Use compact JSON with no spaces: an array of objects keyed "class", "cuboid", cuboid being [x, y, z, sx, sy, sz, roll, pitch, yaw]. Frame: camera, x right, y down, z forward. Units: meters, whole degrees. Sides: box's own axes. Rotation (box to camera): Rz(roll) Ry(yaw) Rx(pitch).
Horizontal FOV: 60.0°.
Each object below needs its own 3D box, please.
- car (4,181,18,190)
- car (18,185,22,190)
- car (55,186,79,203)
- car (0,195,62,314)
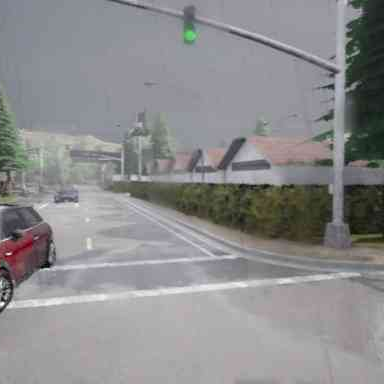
[{"class":"car","cuboid":[-36.597,-1.263,64.632,3.866,1.878,1.905,0,2,-18]},{"class":"car","cuboid":[-37.062,-1.095,67.988,3.806,1.475,1.970,0,2,-18]},{"class":"car","cuboid":[-12.412,0.176,33.115,2.097,1.767,4.553,0,2,-18]},{"class":"car","cuboid":[-4.381,1.106,6.754,2.097,1.767,4.553,0,2,-8]}]
